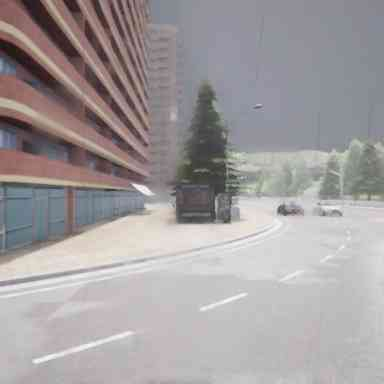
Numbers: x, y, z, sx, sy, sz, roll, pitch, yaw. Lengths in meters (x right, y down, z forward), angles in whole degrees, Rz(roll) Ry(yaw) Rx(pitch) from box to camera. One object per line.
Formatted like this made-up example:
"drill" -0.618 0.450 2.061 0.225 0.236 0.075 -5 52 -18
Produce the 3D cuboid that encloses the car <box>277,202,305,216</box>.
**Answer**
"car" 9.965 1.710 33.684 1.994 1.385 4.181 0 0 2

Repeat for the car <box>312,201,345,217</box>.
"car" 13.463 1.652 33.257 1.812 1.442 4.674 0 0 2
